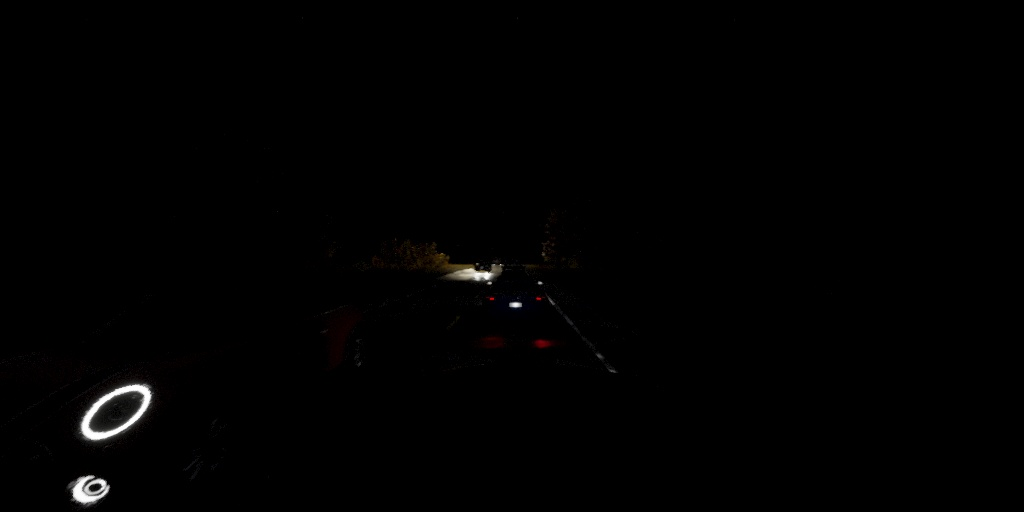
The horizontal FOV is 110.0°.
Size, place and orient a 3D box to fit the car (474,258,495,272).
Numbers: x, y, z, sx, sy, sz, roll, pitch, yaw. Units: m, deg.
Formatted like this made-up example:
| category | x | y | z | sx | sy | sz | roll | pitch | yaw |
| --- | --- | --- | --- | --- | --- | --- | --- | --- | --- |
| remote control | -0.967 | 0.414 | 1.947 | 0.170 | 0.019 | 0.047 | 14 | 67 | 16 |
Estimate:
| category | x | y | z | sx | sy | sz | roll | pitch | yaw |
| --- | --- | --- | --- | --- | --- | --- | --- | --- | --- |
| car | -3.577 | 1.234 | 44.751 | 2.128 | 1.511 | 4.902 | 0 | 0 | 0 |

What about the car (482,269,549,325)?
| category | x | y | z | sx | sy | sz | roll | pitch | yaw |
| --- | --- | --- | --- | --- | --- | --- | --- | --- | --- |
| car | 0.101 | 1.314 | 11.852 | 1.994 | 1.385 | 4.181 | 0 | 0 | 0 |

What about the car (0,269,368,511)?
| category | x | y | z | sx | sy | sz | roll | pitch | yaw |
| --- | --- | --- | --- | --- | --- | --- | --- | --- | --- |
| car | -3.600 | 1.102 | 4.426 | 2.097 | 1.767 | 4.553 | 0 | 0 | 0 |

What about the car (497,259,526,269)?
| category | x | y | z | sx | sy | sz | roll | pitch | yaw |
| --- | --- | --- | --- | --- | --- | --- | --- | --- | --- |
| car | 0.104 | 1.239 | 29.524 | 2.128 | 1.511 | 4.902 | 0 | 0 | 0 |
